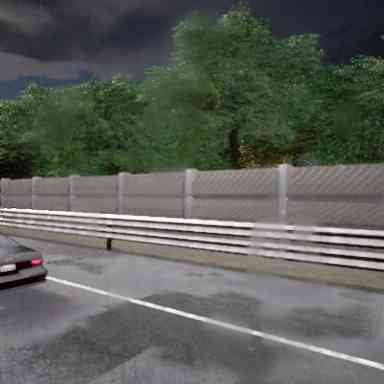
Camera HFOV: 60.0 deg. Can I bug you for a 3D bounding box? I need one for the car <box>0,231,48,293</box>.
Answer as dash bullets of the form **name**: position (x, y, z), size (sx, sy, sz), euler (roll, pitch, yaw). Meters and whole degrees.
- **car**: position (-5.678, 1.552, 8.064), size (5.357, 1.411, 2.033), euler (0, 0, 36)
